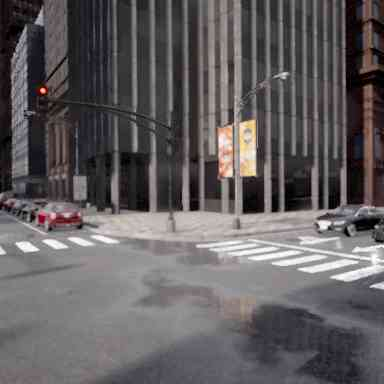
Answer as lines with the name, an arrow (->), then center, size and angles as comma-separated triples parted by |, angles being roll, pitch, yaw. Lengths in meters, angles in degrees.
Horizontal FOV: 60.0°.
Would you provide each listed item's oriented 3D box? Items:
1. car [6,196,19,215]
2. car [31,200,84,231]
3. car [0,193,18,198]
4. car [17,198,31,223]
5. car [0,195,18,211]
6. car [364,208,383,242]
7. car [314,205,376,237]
car -> -14.300, 1.325, 28.560 | 2.008, 1.369, 4.403 | 0, 0, -35
car -> -7.797, 1.292, 19.380 | 1.967, 1.590, 4.097 | 0, 0, -35
car -> -20.802, 1.010, 37.738 | 2.192, 1.841, 5.009 | 0, 0, -35
car -> -11.048, 1.379, 23.970 | 1.947, 1.339, 4.313 | 0, 0, -35
car -> -17.551, 1.279, 33.150 | 1.887, 1.381, 4.507 | 0, 0, -35
car -> 9.786, 1.522, 14.640 | 4.181, 1.385, 1.994 | 0, 0, -35
car -> 8.544, 1.453, 17.694 | 4.902, 1.511, 2.128 | 0, 0, -32
